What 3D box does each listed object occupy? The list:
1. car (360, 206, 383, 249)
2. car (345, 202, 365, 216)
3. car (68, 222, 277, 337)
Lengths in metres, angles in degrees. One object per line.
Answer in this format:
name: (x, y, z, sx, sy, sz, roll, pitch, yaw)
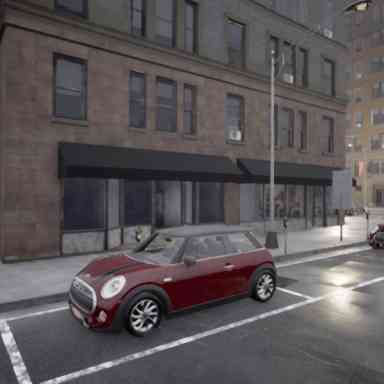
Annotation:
car: (8.678, 1.436, 12.975, 4.097, 1.590, 1.967, 0, 0, -36)
car: (12.391, 1.236, 29.705, 2.097, 1.767, 4.553, 1, 0, -36)
car: (-0.256, 1.439, 6.580, 4.097, 1.590, 1.967, 0, 0, -36)
